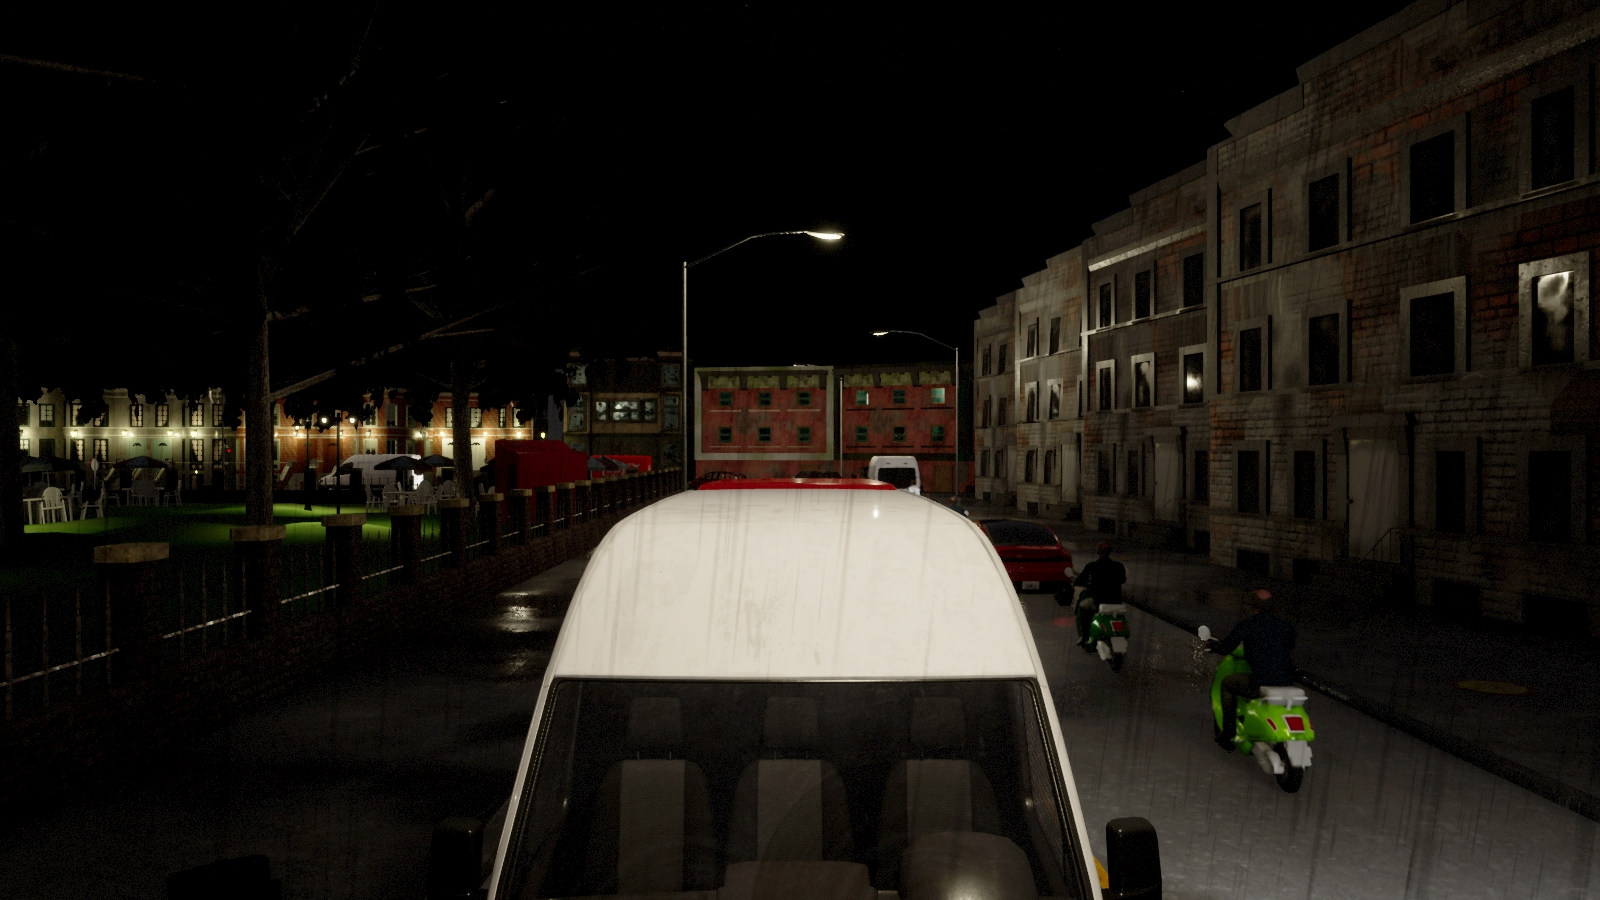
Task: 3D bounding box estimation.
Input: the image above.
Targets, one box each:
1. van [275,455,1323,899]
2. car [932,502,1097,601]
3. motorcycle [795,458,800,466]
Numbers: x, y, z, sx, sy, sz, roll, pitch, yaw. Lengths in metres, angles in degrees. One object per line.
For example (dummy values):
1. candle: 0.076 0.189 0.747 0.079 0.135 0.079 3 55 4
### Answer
1. van: -0.006 1.314 5.127 1.988 2.561 5.915 0 0 0
2. car: 3.938 1.841 21.916 2.231 1.480 4.892 0 0 0
3. motorcycle: -0.384 1.962 183.190 0.856 1.236 1.805 0 0 0
